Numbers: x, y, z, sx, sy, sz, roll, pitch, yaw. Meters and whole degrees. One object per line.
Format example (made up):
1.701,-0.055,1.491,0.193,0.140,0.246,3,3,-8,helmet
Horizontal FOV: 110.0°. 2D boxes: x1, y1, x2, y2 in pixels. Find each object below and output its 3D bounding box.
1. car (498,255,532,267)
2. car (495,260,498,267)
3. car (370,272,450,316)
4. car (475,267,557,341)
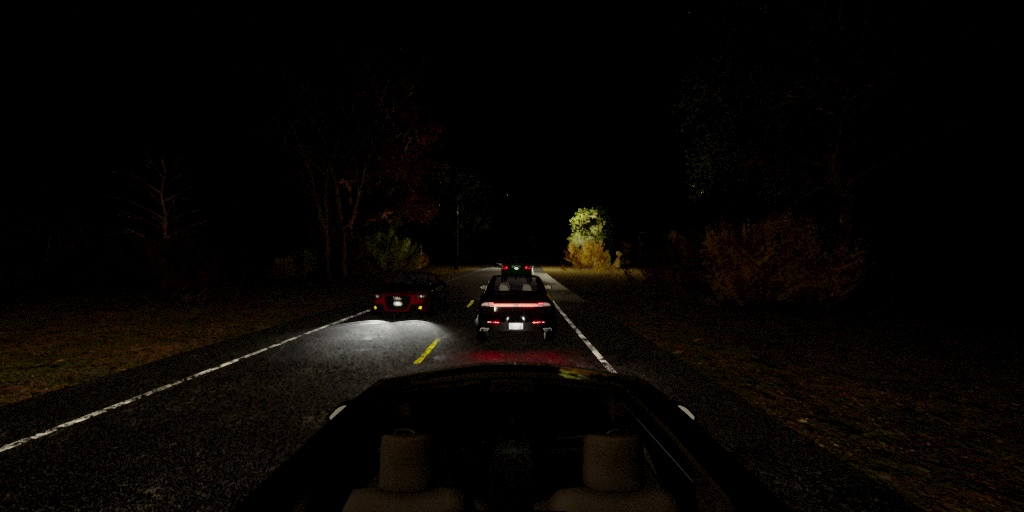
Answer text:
0.350,0.951,27.185,2.150,2.045,5.566,0,0,1,car
-1.741,1.203,61.017,1.812,1.442,4.674,0,0,4,car
-3.574,1.305,13.248,1.994,1.385,4.181,0,0,1,car
0.101,1.237,9.842,2.128,1.511,4.902,0,0,0,car
